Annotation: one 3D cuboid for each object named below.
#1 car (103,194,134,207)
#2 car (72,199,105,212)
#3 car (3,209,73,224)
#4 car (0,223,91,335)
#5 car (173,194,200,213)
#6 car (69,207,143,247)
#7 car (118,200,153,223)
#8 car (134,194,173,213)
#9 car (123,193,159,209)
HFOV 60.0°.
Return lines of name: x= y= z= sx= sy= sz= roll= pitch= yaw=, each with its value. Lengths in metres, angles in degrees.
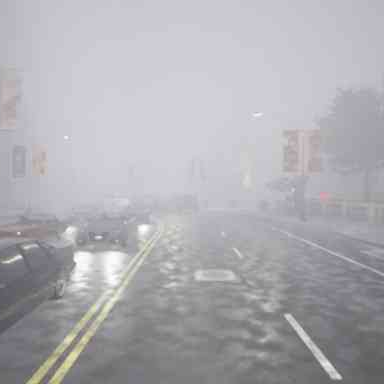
car: x=-10.488 y=1.231 z=44.909 sx=2.150 sy=2.045 sz=5.566 roll=0 pitch=0 yaw=-44
car: x=-7.784 y=1.530 z=24.606 sx=1.812 sy=1.442 sz=4.674 roll=0 pitch=0 yaw=-10
car: x=-7.114 y=1.603 z=14.438 sx=1.895 sy=1.301 sz=4.718 roll=0 pitch=0 yaw=0
car: x=-3.609 y=1.548 z=5.639 sx=2.033 sy=1.411 sz=5.357 roll=0 pitch=0 yaw=0
car: x=-1.202 y=1.228 z=37.423 sx=2.150 sy=2.045 sz=5.566 roll=0 pitch=0 yaw=-29
car: x=-3.616 y=1.566 z=14.856 sx=1.994 sy=1.385 sz=4.181 roll=0 pitch=0 yaw=0
car: x=-4.271 y=1.568 z=24.925 sx=1.994 sy=1.385 sz=4.181 roll=0 pitch=0 yaw=-10
car: x=-4.246 y=1.358 z=35.720 sx=2.097 sy=1.767 sz=4.553 roll=0 pitch=0 yaw=-29
car: x=-7.220 y=1.231 z=46.545 sx=2.150 sy=2.045 sz=5.566 roll=0 pitch=0 yaw=-43
